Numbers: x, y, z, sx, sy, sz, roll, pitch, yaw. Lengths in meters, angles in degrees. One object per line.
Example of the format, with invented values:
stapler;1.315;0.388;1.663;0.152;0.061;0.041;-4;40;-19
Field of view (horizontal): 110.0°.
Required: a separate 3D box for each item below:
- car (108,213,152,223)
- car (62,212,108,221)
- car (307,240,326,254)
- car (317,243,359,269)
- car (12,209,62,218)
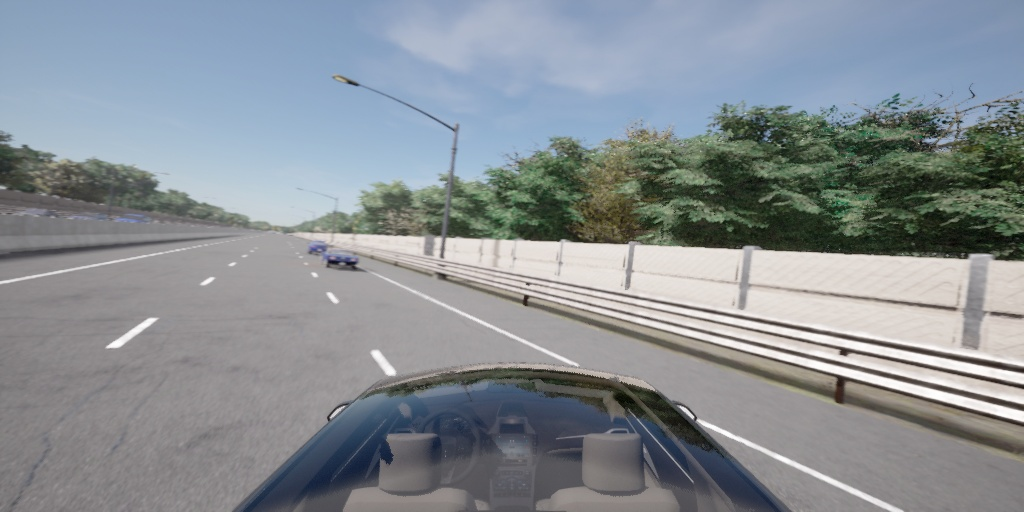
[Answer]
car;-43.494;-3.789;41.288;2.150;2.045;5.566;7;0;-32
car;-46.511;-4.024;39.512;2.097;1.767;4.553;7;0;-32
car;-20.275;-0.883;37.550;1.812;1.442;4.674;7;0;-33
car;-11.816;0.084;24.432;1.895;1.301;4.718;7;0;-33
car;-49.362;-4.163;37.494;2.033;1.411;5.357;7;0;-33
